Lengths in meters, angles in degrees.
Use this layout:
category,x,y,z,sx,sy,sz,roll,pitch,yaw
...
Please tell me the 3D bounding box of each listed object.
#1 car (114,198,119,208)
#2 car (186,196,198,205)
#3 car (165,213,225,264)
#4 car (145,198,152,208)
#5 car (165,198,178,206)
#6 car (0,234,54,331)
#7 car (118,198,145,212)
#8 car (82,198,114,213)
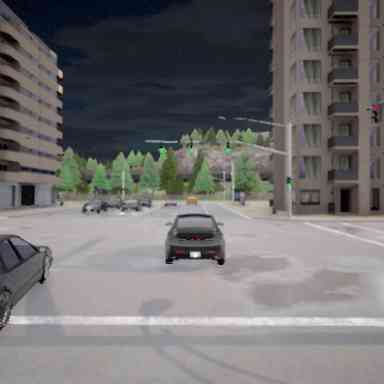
category,x,y,z,sx,sy,sz,roll,pitch,yaw
car,-10.568,1.553,45.968,1.837,1.490,4.892,0,0,0
car,0.011,1.541,61.513,1.882,1.535,5.008,0,0,0
car,0.100,1.518,11.896,1.837,1.490,4.892,0,0,0
car,-7.060,1.615,49.567,1.994,1.385,4.181,0,0,0
car,-3.394,1.658,55.005,1.895,1.301,4.718,0,0,0
car,-4.204,1.554,6.568,2.033,1.411,5.357,0,0,-11
car,-7.087,1.567,39.654,1.812,1.442,4.674,0,0,-1
car,-10.592,1.530,36.695,2.128,1.511,4.902,0,0,0
